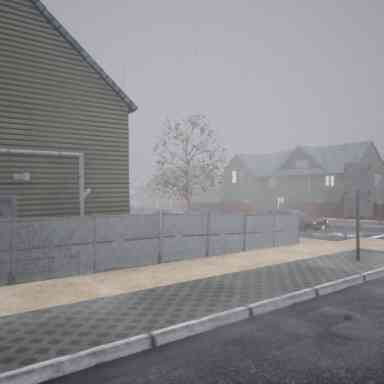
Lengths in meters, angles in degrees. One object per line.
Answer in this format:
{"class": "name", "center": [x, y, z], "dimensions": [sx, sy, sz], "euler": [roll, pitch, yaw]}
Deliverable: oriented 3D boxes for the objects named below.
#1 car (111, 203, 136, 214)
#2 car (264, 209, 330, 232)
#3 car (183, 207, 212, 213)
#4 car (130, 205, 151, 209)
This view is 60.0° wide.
{"class": "car", "center": [-10.765, 2.567, 51.997], "dimensions": [1.882, 1.535, 5.008], "euler": [-1, -1, -36]}
{"class": "car", "center": [6.585, 1.878, 22.792], "dimensions": [2.033, 1.411, 5.357], "euler": [-1, -1, -36]}
{"class": "car", "center": [0.751, 2.132, 30.917], "dimensions": [1.994, 1.385, 4.181], "euler": [-1, -1, -36]}
{"class": "car", "center": [-6.030, 2.407, 40.374], "dimensions": [1.994, 1.385, 4.181], "euler": [-1, -1, -35]}
